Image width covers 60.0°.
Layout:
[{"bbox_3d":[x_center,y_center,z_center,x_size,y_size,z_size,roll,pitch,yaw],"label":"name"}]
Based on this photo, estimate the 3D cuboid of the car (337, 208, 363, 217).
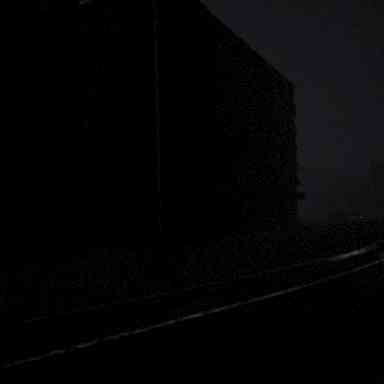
[{"bbox_3d":[25.316,3.337,53.646,2.033,1.411,5.357,-1,-3,0],"label":"car"}]
